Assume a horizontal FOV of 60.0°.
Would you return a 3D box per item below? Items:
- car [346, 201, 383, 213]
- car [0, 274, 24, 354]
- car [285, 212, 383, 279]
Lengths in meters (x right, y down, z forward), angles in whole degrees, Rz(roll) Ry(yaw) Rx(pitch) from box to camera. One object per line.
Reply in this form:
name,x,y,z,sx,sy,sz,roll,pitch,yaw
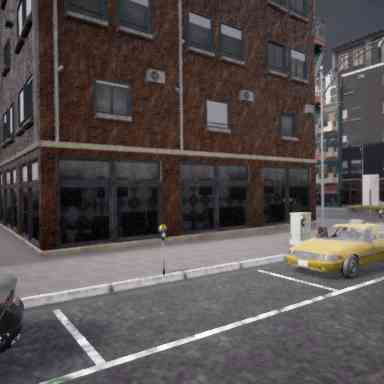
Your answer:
car,18.762,1.497,34.921,1.752,1.417,4.829,-1,1,-36
car,-4.255,1.550,3.538,4.403,1.369,2.008,0,-1,-35
car,4.829,1.522,10.018,4.829,1.417,1.752,0,-1,-35
